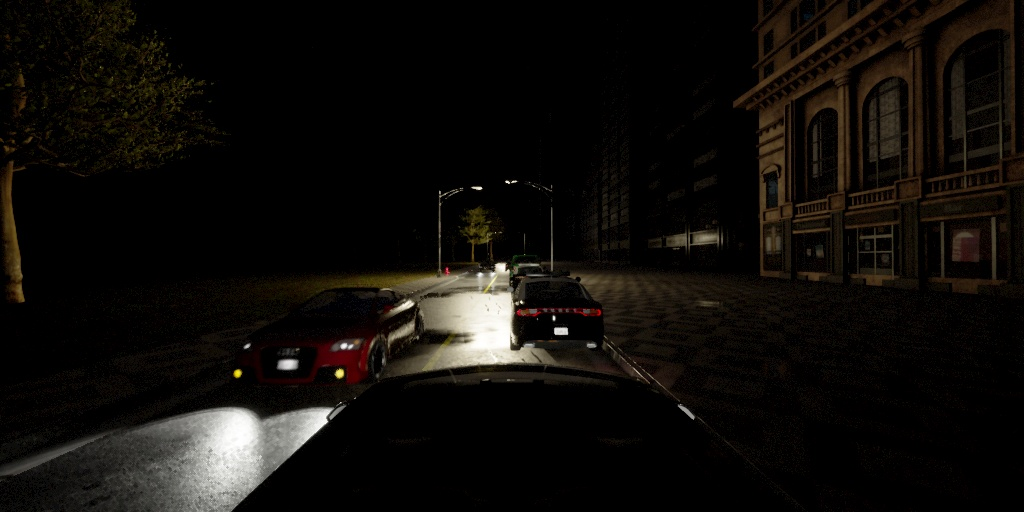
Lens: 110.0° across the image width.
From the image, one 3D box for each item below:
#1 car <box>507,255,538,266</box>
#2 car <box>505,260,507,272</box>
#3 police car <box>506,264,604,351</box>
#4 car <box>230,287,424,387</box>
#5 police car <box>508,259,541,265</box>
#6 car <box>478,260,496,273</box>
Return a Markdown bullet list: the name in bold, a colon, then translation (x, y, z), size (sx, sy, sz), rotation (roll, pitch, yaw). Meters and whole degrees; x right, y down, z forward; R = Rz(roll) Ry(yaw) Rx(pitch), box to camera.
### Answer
- **car**: translation (0.894, 0.966, 25.070), size (2.150, 2.045, 5.566), rotation (0, 0, 0)
- **car**: translation (0.016, 1.257, 46.600), size (2.033, 1.411, 5.357), rotation (0, 0, 1)
- **police car**: translation (0.899, 1.175, 9.149), size (1.930, 1.638, 5.238), rotation (0, 0, 0)
- **car**: translation (-3.099, 1.315, 6.950), size (1.994, 1.385, 4.181), rotation (0, 0, 0)
- **police car**: translation (0.897, 1.172, 19.150), size (1.930, 1.638, 5.238), rotation (0, 0, 0)
- **car**: translation (-3.007, 1.219, 43.821), size (1.837, 1.490, 4.892), rotation (0, 0, 0)
